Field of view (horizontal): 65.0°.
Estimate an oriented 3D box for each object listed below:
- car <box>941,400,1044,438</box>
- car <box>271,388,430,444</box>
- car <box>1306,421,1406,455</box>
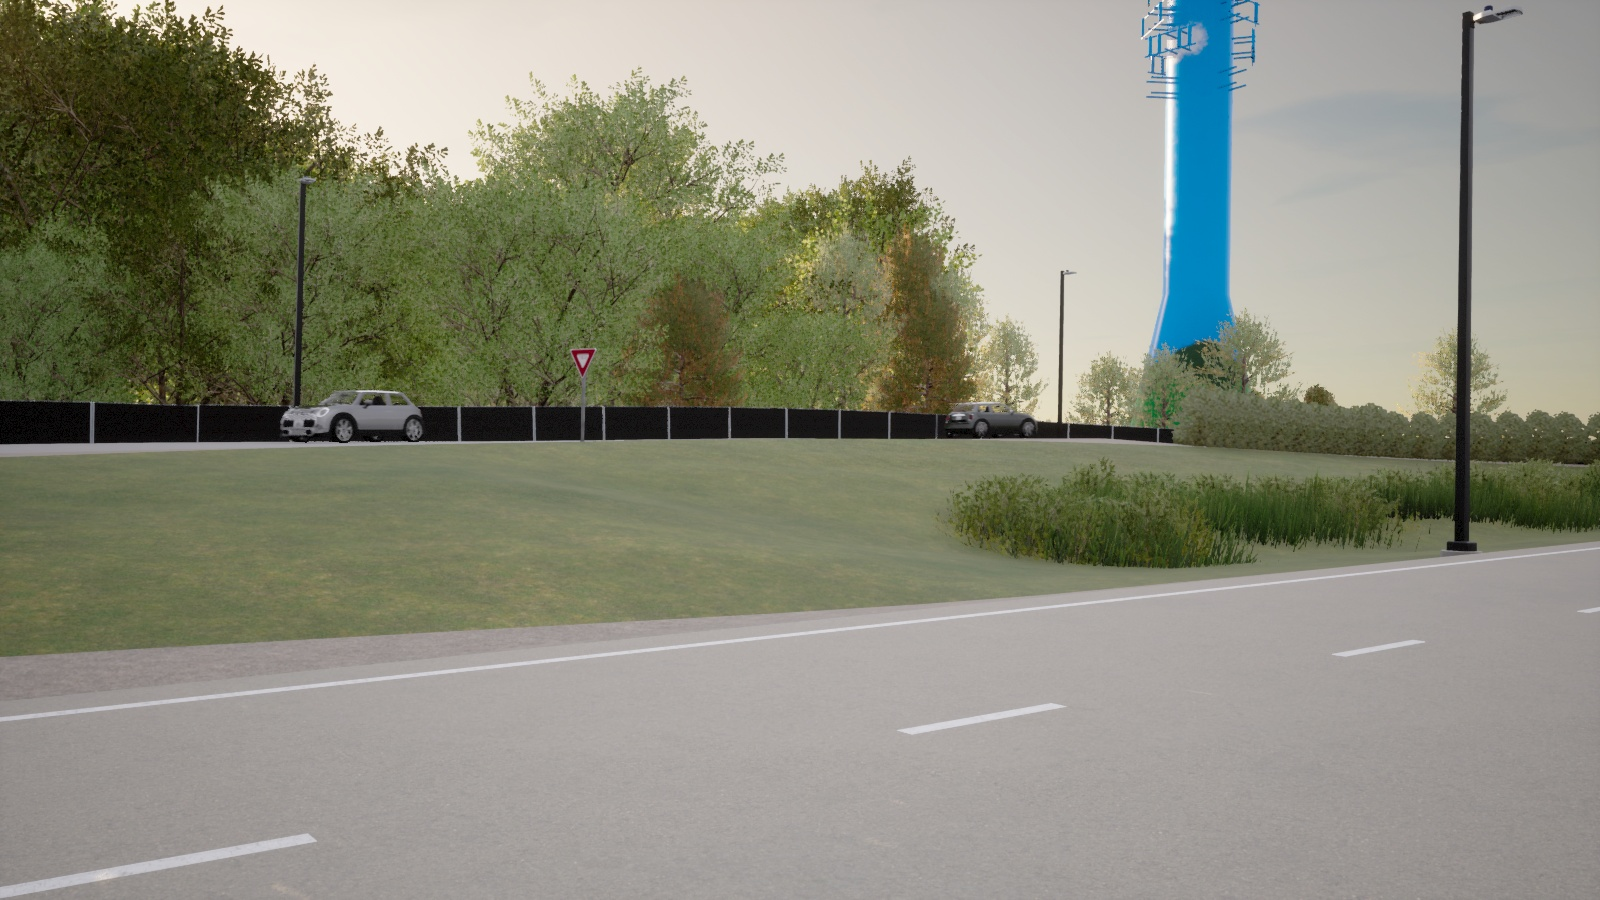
[{"bbox_3d":[7.838,-1.259,51.116,3.806,1.475,1.970,-1,0,-34],"label":"car"},{"bbox_3d":[-12.430,-0.922,34.959,1.970,1.475,3.806,0,1,29],"label":"car"},{"bbox_3d":[27.359,-0.557,61.859,4.193,1.474,1.816,2,-1,-12],"label":"car"}]
